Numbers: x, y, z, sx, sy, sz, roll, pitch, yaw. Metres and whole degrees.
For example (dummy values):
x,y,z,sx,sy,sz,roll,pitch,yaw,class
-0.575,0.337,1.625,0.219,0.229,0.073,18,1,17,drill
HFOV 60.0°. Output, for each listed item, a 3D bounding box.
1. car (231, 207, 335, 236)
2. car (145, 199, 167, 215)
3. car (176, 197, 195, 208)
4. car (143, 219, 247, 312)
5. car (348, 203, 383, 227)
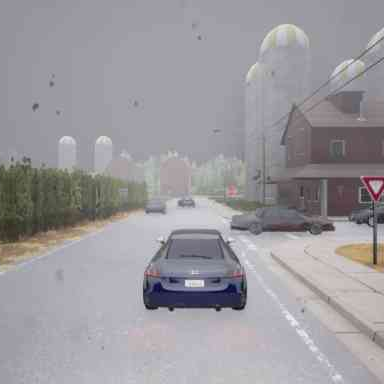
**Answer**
x,y,z,sx,sy,sz,roll,pitch,yaw,class
4.639,1.526,17.736,5.357,1.411,2.033,0,0,3,car
-3.575,1.505,33.757,1.837,1.490,4.892,0,0,0,car
-0.951,1.491,48.641,2.128,1.511,4.902,0,0,-15,car
0.079,1.564,7.815,1.994,1.385,4.181,0,0,1,car
12.902,1.478,21.925,4.892,1.490,1.837,0,0,-1,car
